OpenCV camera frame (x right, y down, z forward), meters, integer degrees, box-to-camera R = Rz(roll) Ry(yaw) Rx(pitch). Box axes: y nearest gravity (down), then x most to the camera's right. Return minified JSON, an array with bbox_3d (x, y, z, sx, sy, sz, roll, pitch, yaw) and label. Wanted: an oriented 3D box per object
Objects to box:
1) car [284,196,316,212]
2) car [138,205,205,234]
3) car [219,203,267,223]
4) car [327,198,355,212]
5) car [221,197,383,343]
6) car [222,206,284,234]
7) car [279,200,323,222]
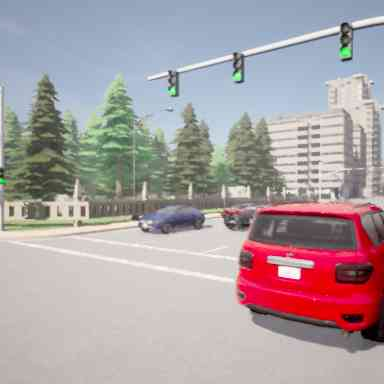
[{"bbox_3d":[12.542,1.339,38.400,2.097,1.767,4.553,0,0,37],"label":"car"},{"bbox_3d":[-1.058,1.507,19.416,1.812,1.442,4.674,0,0,38],"label":"car"},{"bbox_3d":[4.242,1.583,26.822,1.895,1.301,4.718,0,0,36],"label":"car"},{"bbox_3d":[17.893,1.536,39.848,2.033,1.411,5.357,0,0,36],"label":"car"},{"bbox_3d":[2.935,1.226,6.823,2.150,2.045,5.566,0,0,36],"label":"car"},{"bbox_3d":[3.839,1.588,20.240,1.895,1.301,4.718,0,0,36],"label":"car"},{"bbox_3d":[9.149,1.478,27.667,2.128,1.511,4.902,0,0,36],"label":"car"}]
